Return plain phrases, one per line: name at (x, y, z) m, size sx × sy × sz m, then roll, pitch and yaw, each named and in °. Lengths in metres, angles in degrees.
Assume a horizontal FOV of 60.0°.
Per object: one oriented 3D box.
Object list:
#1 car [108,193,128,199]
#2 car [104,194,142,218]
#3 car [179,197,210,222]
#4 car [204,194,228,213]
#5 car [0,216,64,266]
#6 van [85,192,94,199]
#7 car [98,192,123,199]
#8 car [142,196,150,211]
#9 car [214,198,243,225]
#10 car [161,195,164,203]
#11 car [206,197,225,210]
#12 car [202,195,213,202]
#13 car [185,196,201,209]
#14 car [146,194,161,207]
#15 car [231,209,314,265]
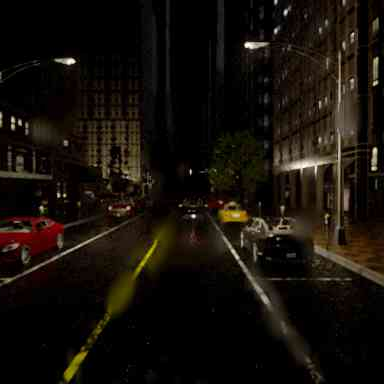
car at (-18.520, 0.948, 83.260) m, size 4.403 × 1.369 × 2.008 m, roll 0°, pitch 1°, yaw 1°
car at (-5.694, 1.251, 27.766) m, size 1.967 × 1.590 × 4.097 m, roll 0°, pitch 0°, yaw 0°
car at (0.103, 1.338, 24.442) m, size 1.837 × 1.490 × 4.892 m, roll 0°, pitch 0°, yaw 0°
car at (2.685, 1.089, 33.294) m, size 2.192 × 1.841 × 5.009 m, roll 0°, pitch 0°, yaw 0°
car at (-5.693, 1.505, 11.195) m, size 1.802 × 1.307 × 4.206 m, roll 0°, pitch 0°, yaw 0°
van at (-24.148, 0.830, 74.934) m, size 3.998 × 1.788 × 1.690 m, roll 0°, pitch 1°, yaw 1°
car at (-18.607, 0.812, 74.877) m, size 5.009 × 1.841 × 2.192 m, roll 0°, pitch 1°, yaw 1°
car at (-5.693, 1.356, 33.292) m, size 1.802 × 1.307 × 4.206 m, roll 0°, pitch 0°, yaw 0°
car at (2.686, 1.372, 22.416) m, size 1.752 × 1.417 × 4.829 m, roll 0°, pitch 0°, yaw 0°
car at (-5.753, 1.231, 49.862) m, size 1.947 × 1.339 × 4.313 m, roll 0°, pitch 0°, yaw 0°
car at (2.687, 1.282, 38.819) m, size 1.887 × 1.381 × 4.507 m, roll 0°, pitch 0°, yaw 0°
car at (2.816, 1.173, 60.916) m, size 1.802 × 1.307 × 4.206 m, roll 0°, pitch 0°, yaw 0°
car at (0.101, 1.281, 41.833) m, size 1.994 × 1.385 × 4.181 m, roll 0°, pitch 0°, yaw 0°
car at (-5.694, 1.142, 44.339) m, size 1.967 × 1.590 × 4.097 m, roll 0°, pitch 0°, yaw 0°
car at (2.687, 1.473, 11.199) m, size 2.008 × 1.369 × 4.403 m, roll 0°, pitch 0°, yaw 0°
